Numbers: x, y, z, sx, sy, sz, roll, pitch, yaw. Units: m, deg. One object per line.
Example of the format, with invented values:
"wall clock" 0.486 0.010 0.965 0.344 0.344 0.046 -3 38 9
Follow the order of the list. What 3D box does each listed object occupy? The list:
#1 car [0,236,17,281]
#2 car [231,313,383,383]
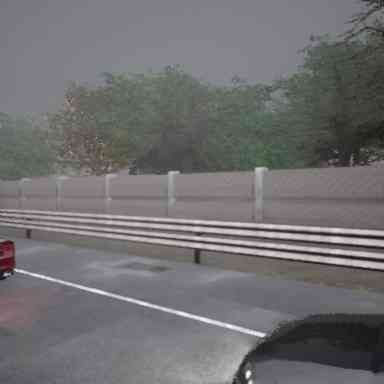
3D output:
"car" -6.560 1.494 8.673 5.008 1.535 1.882 0 0 36
"car" 2.341 1.564 2.321 4.181 1.385 1.994 0 0 36
